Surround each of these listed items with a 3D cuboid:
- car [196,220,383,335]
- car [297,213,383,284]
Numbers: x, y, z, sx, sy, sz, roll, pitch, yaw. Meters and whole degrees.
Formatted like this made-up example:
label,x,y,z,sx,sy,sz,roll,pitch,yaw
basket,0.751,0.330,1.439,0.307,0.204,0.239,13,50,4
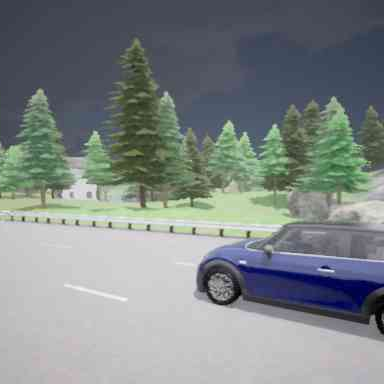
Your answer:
label,x,y,z,sx,sy,sz,roll,pitch,yaw
car,2.292,1.340,6.524,4.553,1.767,2.097,0,0,35
car,5.519,1.457,8.567,5.008,1.535,1.882,0,0,35
